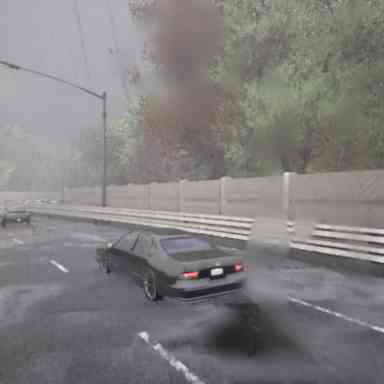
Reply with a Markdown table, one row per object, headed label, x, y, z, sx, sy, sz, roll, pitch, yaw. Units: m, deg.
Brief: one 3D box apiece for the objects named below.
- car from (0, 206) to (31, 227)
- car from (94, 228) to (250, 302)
| label | x | y | z | sx | sy | sz | roll | pitch | yaw |
| --- | --- | --- | --- | --- | --- | --- | --- | --- | --- |
| car | -13.686 | 1.773 | 25.104 | 2.128 | 1.511 | 4.902 | 1 | -1 | -41 |
| car | -0.889 | 1.650 | 8.675 | 2.033 | 1.411 | 5.357 | 1 | -1 | -33 |
